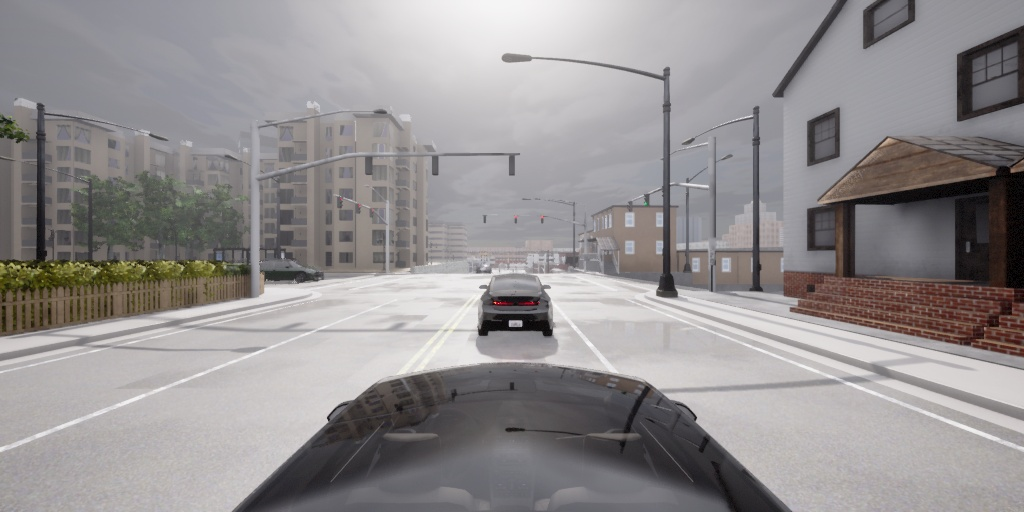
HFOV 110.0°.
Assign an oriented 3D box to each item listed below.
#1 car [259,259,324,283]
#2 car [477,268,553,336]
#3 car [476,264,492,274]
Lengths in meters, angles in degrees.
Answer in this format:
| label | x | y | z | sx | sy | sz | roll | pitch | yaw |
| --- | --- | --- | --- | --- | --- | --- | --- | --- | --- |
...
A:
| label | x | y | z | sx | sy | sz | roll | pitch | yaw |
| --- | --- | --- | --- | --- | --- | --- | --- | --- | --- |
| car | -16.719 | 1.101 | 27.030 | 4.553 | 1.767 | 2.097 | 0 | 0 | 1 |
| car | 0.090 | 1.255 | 10.371 | 1.837 | 1.490 | 4.892 | 0 | 0 | 0 |
| car | -3.624 | 1.755 | 47.184 | 2.128 | 1.511 | 4.902 | 0 | -5 | 0 |
